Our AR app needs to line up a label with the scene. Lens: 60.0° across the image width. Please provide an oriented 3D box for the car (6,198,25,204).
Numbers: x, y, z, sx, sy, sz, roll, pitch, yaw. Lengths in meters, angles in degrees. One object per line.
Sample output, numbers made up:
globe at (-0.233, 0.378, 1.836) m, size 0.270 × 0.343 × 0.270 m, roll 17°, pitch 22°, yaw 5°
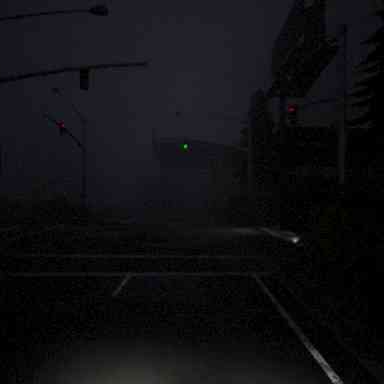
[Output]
car at (-42.536, 2.106, 80.271) m, size 3.633 × 1.501 × 1.845 m, roll 0°, pitch -1°, yaw -1°

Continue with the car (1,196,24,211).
car at (-24.658, 1.490, 42.957) m, size 4.605 × 1.855 × 1.932 m, roll 0°, pitch -1°, yaw -1°

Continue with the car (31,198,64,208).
car at (-24.020, 1.804, 55.415) m, size 4.514 × 1.523 × 2.007 m, roll 0°, pitch -1°, yaw -1°

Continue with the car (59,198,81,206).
car at (-24.036, 1.917, 65.407) m, size 3.633 × 1.501 × 1.845 m, roll 0°, pitch -1°, yaw -1°

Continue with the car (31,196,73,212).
car at (-16.771, 1.440, 39.717) m, size 3.866 × 1.878 × 1.905 m, roll 0°, pitch -1°, yaw -1°

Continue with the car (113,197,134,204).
car at (-16.502, 2.075, 80.434) m, size 4.514 × 1.523 × 2.007 m, roll 0°, pitch -1°, yaw -1°

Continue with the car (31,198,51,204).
car at (-35.098, 2.090, 77.335) m, size 3.806 × 1.475 × 1.970 m, roll 0°, pitch -1°, yaw -1°

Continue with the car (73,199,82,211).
car at (-16.180, 1.755, 43.042) m, size 3.806 × 1.475 × 1.970 m, roll 0°, pitch -1°, yaw -1°

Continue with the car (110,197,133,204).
car at (-16.431, 2.037, 77.297) m, size 5.027 × 1.636 × 2.152 m, roll 0°, pitch -1°, yaw -1°

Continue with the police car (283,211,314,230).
police car at (8.370, 1.428, 20.669) m, size 5.238 × 1.638 × 1.930 m, roll 0°, pitch -1°, yaw 0°
